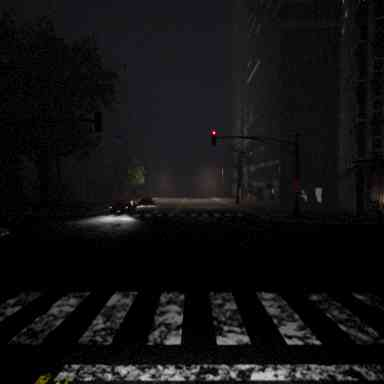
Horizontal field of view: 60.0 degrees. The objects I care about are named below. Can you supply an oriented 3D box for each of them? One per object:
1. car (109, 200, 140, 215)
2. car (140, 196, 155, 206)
[{"bbox_3d":[-6.568,1.442,31.980,1.895,1.301,4.718,0,0,0],"label":"car"},{"bbox_3d":[-6.605,1.344,49.530,1.994,1.385,4.181,0,1,0],"label":"car"}]
